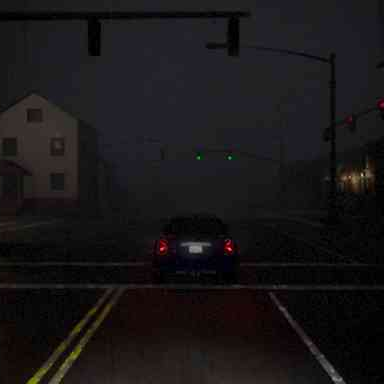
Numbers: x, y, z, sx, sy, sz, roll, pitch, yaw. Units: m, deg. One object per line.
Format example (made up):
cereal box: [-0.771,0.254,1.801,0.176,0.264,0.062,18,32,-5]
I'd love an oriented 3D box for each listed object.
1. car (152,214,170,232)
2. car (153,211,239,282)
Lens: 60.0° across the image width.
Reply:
car: [-3.621,3.762,39.839,1.812,1.442,4.674,-1,-13,-1]
car: [0.092,1.374,9.947,2.097,1.767,4.553,0,0,0]
